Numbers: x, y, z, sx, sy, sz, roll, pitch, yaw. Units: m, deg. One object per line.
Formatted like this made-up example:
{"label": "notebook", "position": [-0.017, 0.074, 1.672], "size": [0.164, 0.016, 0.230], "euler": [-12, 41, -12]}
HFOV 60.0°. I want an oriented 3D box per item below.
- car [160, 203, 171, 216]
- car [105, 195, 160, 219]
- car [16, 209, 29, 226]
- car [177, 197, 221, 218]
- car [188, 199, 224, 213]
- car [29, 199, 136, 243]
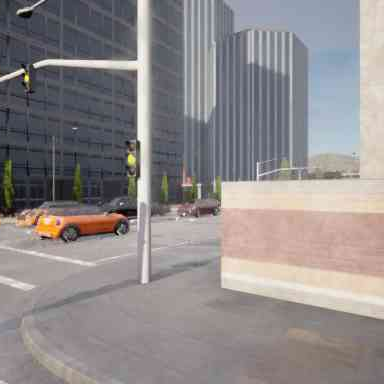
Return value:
{"label": "car", "position": [-4.164, 1.603, 30.851], "size": [2.033, 1.411, 5.357], "euler": [0, 0, 36]}
{"label": "car", "position": [-5.132, 1.277, 23.502], "size": [2.150, 2.045, 5.566], "euler": [0, 0, 36]}
{"label": "car", "position": [-9.688, 1.407, 23.155], "size": [2.097, 1.767, 4.553], "euler": [0, 0, 36]}
{"label": "car", "position": [0.595, 1.407, 31.473], "size": [2.097, 1.767, 4.553], "euler": [0, 0, 36]}
{"label": "car", "position": [1.760, 1.560, 39.082], "size": [1.837, 1.490, 4.892], "euler": [0, 0, 36]}
{"label": "car", "position": [-5.344, 1.407, 16.862], "size": [2.097, 1.767, 4.553], "euler": [0, 0, 36]}
